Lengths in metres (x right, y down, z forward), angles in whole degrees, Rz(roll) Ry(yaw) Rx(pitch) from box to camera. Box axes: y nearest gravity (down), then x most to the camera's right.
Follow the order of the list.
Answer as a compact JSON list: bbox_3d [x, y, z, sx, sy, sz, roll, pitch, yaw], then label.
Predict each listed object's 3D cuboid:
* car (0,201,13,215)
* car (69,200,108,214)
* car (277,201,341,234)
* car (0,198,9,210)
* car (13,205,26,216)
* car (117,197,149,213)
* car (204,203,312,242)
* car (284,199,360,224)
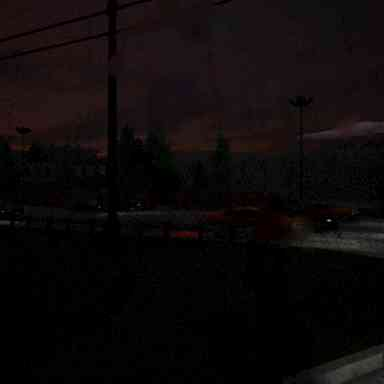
[{"bbox_3d":[-16.936,1.502,26.487,4.892,1.490,1.837,0,0,27],"label":"car"},{"bbox_3d":[-10.919,1.530,35.217,4.674,1.442,1.812,0,0,27],"label":"car"},{"bbox_3d":[5.691,1.503,19.062,4.902,1.511,2.128,0,0,27],"label":"car"},{"bbox_3d":[-26.301,1.544,42.928,5.357,1.411,2.033,0,0,27],"label":"car"},{"bbox_3d":[-17.952,1.546,30.911,5.357,1.411,2.033,0,0,27],"label":"car"},{"bbox_3d":[-7.088,1.360,37.211,4.553,1.767,2.097,0,0,27],"label":"car"},{"bbox_3d":[3.054,1.486,16.468,5.008,1.535,1.882,0,0,27],"label":"car"},{"bbox_3d":[9.734,1.493,24.865,5.008,1.535,1.882,0,0,27],"label":"car"}]
